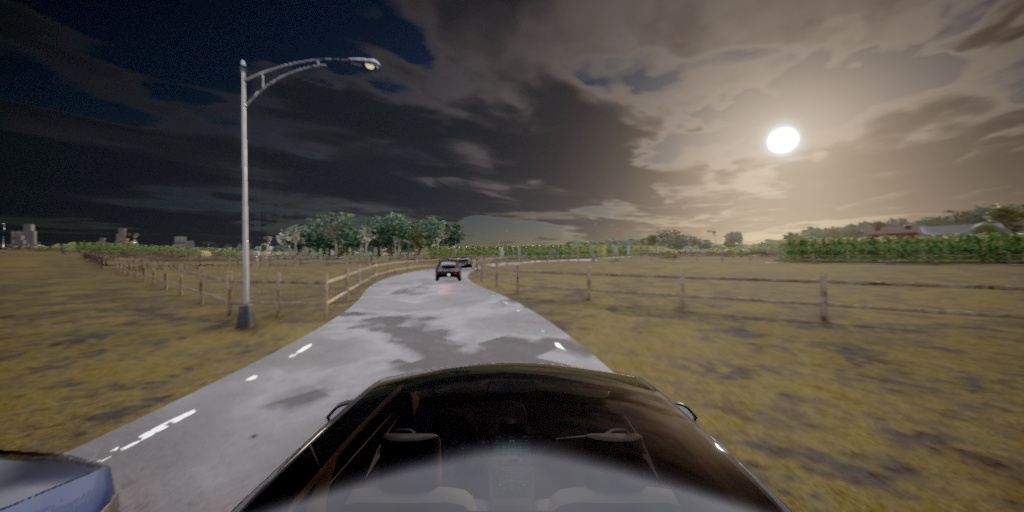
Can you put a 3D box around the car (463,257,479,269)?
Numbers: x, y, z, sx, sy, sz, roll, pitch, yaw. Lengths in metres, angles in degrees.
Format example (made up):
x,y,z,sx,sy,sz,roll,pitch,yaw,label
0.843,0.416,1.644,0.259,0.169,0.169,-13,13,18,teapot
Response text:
x,y,z,sx,sy,sz,roll,pitch,yaw,label
-5.299,0.845,44.174,1.837,1.490,4.892,-1,1,7,car

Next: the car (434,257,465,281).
x,y,z,sx,sy,sz,roll,pitch,yaw,label
-4.894,1.044,27.647,1.837,1.490,4.892,0,1,-11,car
